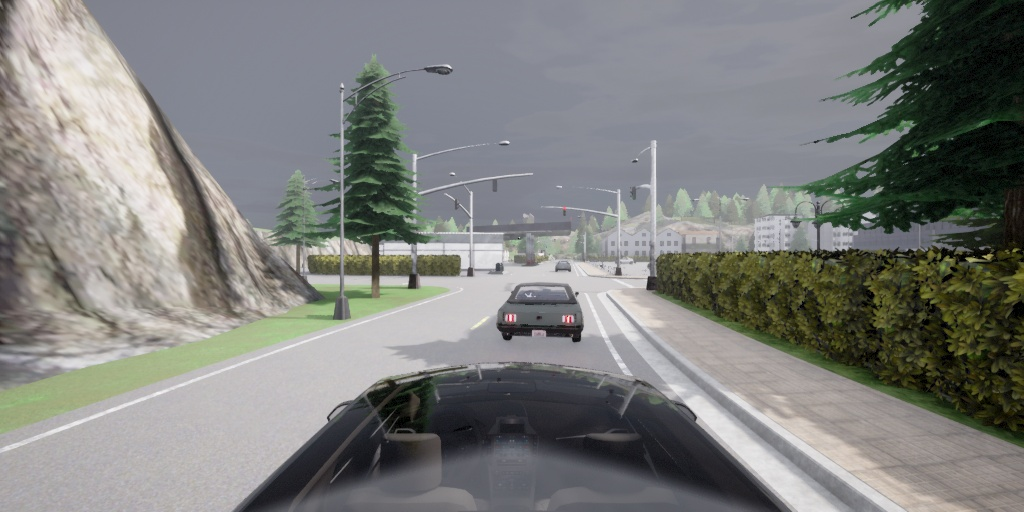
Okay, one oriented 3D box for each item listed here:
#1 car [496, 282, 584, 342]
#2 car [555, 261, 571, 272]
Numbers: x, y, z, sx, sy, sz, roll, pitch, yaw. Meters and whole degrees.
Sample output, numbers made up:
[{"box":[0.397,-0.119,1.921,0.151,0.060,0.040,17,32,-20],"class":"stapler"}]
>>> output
[{"box":[0.881,1.351,9.770,1.895,1.301,4.718,0,0,8],"class":"car"},{"box":[6.549,1.314,45.808,1.994,1.385,4.181,0,0,9],"class":"car"}]
